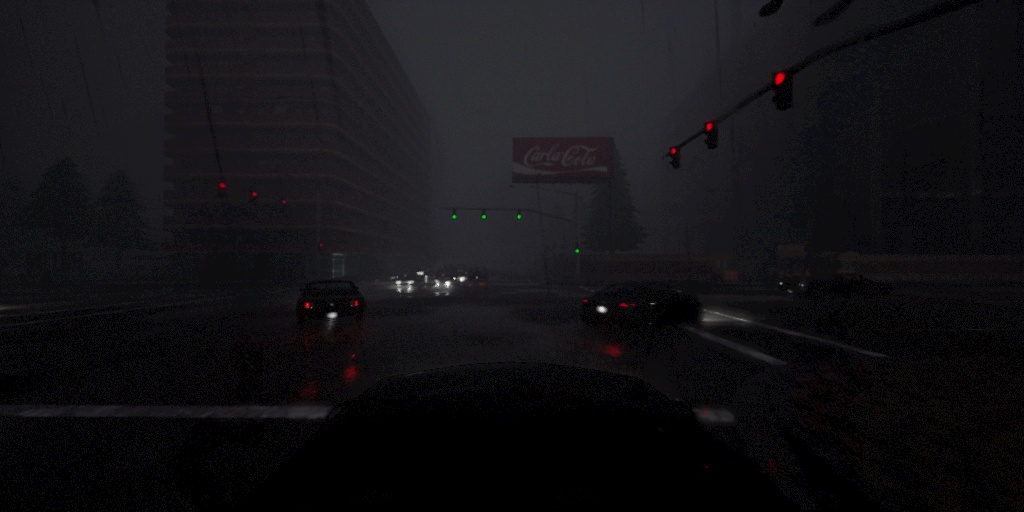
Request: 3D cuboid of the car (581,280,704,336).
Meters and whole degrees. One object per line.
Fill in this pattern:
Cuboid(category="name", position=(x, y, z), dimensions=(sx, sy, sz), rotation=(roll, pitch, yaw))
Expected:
Cuboid(category="car", position=(4.046, 1.438, 10.965), dimensions=(4.181, 1.385, 1.994), rotation=(1, -1, -37))

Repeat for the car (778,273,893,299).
Cuboid(category="car", position=(17.065, 1.586, 19.130), dimensions=(4.718, 1.301, 1.895), rotation=(0, -1, 0))

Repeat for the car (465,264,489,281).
Cuboid(category="car", position=(-3.398, 1.825, 37.048), dimensions=(1.895, 1.301, 4.718), rotation=(0, -1, 0))

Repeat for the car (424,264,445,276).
Cuboid(category="car", position=(-10.581, 1.916, 49.367), dimensions=(1.812, 1.442, 4.674), rotation=(0, -1, 0))

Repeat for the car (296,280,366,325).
Cuboid(category="car", position=(-6.429, 1.497, 12.643), dimensions=(1.895, 1.301, 4.718), rotation=(1, -1, -29))

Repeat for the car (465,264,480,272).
Cuboid(category="car", position=(-7.011, 2.142, 64.608), dimensions=(2.033, 1.411, 5.357), rotation=(0, -1, 0))

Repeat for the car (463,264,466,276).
Cuboid(category="car", position=(-7.082, 1.876, 49.237), dimensions=(2.128, 1.511, 4.902), rotation=(0, 0, 0))

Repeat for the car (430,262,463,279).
Cuboid(category="car", position=(-7.085, 1.749, 39.473), dimensions=(2.128, 1.511, 4.902), rotation=(0, -1, 0))

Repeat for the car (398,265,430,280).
Cuboid(category="car", position=(-10.589, 1.729, 38.070), dimensions=(2.128, 1.511, 4.902), rotation=(0, -1, 0))
